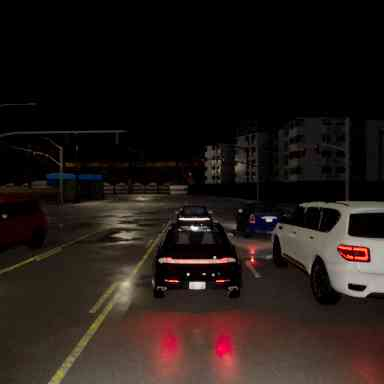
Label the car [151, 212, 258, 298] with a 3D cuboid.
[{"bbox_3d":[0.102,1.499,8.527,2.128,1.511,4.902,0,0,0],"label":"car"}]

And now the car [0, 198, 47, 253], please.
[{"bbox_3d":[-7.066,1.244,11.512,2.150,2.045,5.566,0,0,0],"label":"car"}]

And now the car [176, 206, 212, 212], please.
[{"bbox_3d":[0.111,1.473,17.940,2.128,1.511,4.902,0,0,0],"label":"car"}]

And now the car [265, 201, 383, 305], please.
[{"bbox_3d":[3.594,1.220,8.240,2.150,2.045,5.566,0,0,0],"label":"car"}]

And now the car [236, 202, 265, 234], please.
[{"bbox_3d":[3.609,1.328,17.663,2.097,1.767,4.553,0,0,0],"label":"car"}]
